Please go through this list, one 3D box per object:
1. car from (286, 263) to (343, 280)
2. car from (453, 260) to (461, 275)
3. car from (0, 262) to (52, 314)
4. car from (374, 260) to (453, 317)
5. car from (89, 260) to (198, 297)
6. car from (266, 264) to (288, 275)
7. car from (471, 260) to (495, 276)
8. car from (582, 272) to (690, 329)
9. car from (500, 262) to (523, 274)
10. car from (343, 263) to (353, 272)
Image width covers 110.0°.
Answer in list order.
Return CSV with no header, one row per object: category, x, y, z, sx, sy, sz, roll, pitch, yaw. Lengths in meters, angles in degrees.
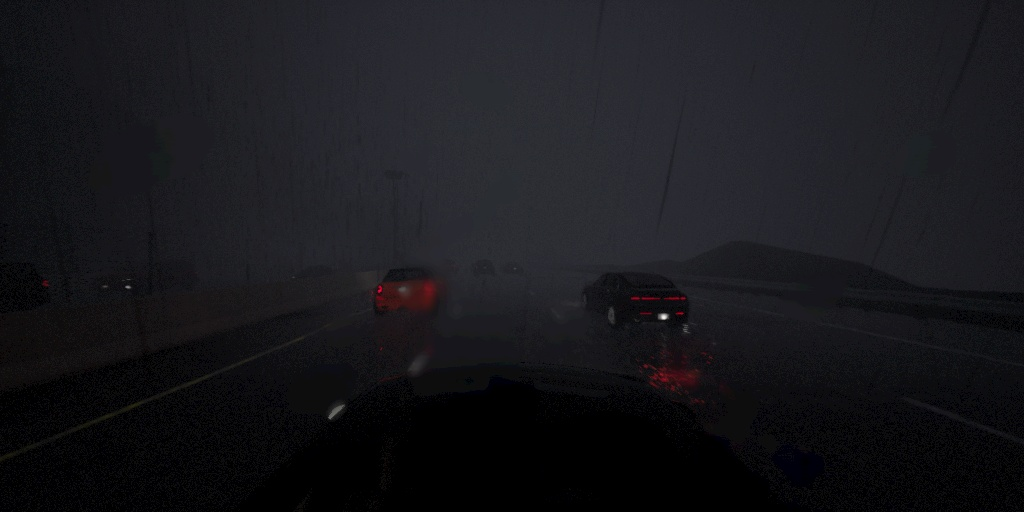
car,-16.178,1.535,29.702,2.033,1.411,5.357,-1,0,-8
car,-7.468,1.225,41.790,2.097,1.767,4.553,-1,0,-13
car,-17.810,1.220,10.673,2.150,2.045,5.566,-1,0,-3
car,-3.663,1.159,13.816,2.097,1.767,4.553,-1,0,-4
car,-22.225,1.289,22.060,2.150,2.045,5.566,-1,0,-6
car,-30.792,1.747,47.789,2.033,1.411,5.357,-1,0,-15
car,-3.104,1.163,37.690,2.097,1.767,4.553,-1,0,-11
car,3.521,1.211,11.065,1.837,1.490,4.892,0,0,-3
car,-0.112,1.335,40.805,1.994,1.385,4.181,-1,0,-12
car,-25.522,1.751,54.709,1.895,1.301,4.718,-1,0,-18
